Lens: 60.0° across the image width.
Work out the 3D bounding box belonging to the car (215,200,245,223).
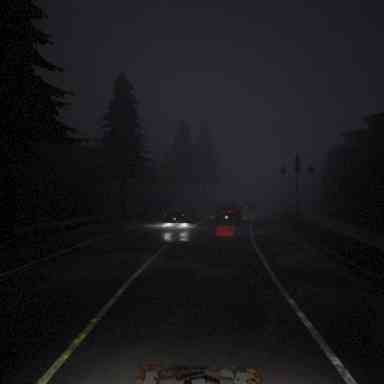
[{"bbox_3d":[2.884,1.532,25.844,1.837,1.490,4.892,0,0,11],"label":"car"}]

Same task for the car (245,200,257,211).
[{"bbox_3d":[7.187,1.651,42.415,1.895,1.301,4.718,0,0,17],"label":"car"}]

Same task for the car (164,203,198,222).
[{"bbox_3d":[-0.744,1.568,26.800,2.033,1.411,5.357,0,0,11],"label":"car"}]
